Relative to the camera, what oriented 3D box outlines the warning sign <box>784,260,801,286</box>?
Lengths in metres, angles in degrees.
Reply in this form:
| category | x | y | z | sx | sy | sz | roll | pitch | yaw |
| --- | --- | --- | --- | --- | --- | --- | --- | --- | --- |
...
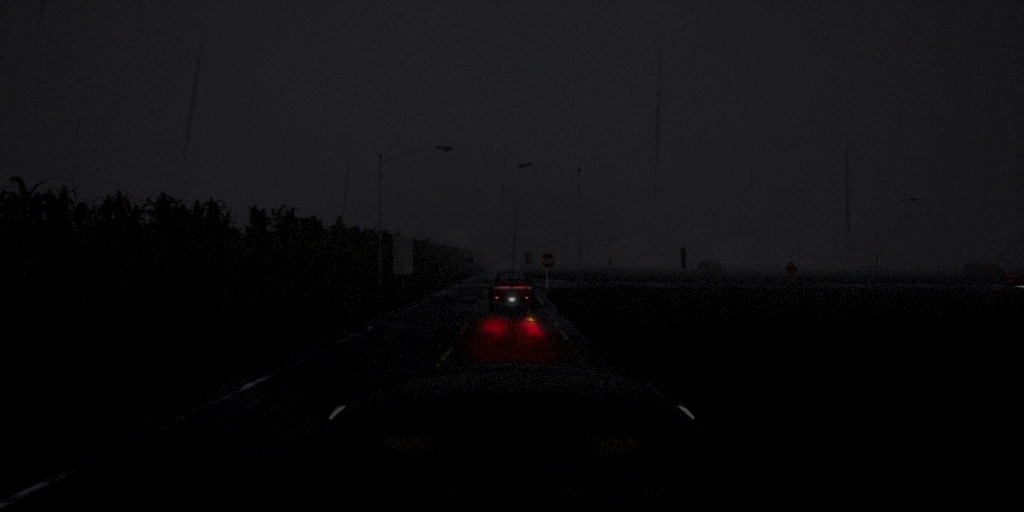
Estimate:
| category | x | y | z | sx | sy | sz | roll | pitch | yaw |
| --- | --- | --- | --- | --- | --- | --- | --- | --- | --- |
| warning sign | 20.463 | 1.254 | 26.266 | 1.060 | 1.860 | 1.300 | 0 | 0 | 1 |

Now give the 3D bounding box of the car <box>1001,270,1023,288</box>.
| category | x | y | z | sx | sy | sz | roll | pitch | yaw |
| --- | --- | --- | --- | --- | --- | --- | --- | --- | --- |
| car | 41.971 | 1.795 | 28.260 | 5.008 | 1.535 | 1.882 | 0 | -1 | 2 |

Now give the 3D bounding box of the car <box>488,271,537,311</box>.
| category | x | y | z | sx | sy | sz | roll | pitch | yaw |
| --- | --- | --- | --- | --- | --- | --- | --- | --- | --- |
| car | 0.027 | 1.380 | 15.318 | 2.128 | 1.511 | 4.902 | 0 | 0 | 1 |

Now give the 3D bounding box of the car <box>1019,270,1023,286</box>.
| category | x | y | z | sx | sy | sz | roll | pitch | yaw |
| --- | --- | --- | --- | --- | --- | --- | --- | --- | --- |
| car | 47.350 | 1.956 | 30.953 | 4.181 | 1.385 | 1.994 | 0 | -1 | 2 |
